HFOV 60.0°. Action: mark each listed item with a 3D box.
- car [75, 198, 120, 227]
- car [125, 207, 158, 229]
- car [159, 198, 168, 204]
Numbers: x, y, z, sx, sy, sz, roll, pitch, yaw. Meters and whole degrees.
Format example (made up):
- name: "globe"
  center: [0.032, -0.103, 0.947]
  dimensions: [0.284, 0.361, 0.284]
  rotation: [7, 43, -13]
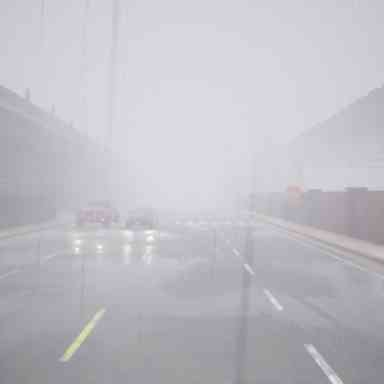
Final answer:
- name: "car"
  center: [-7.015, 1.513, 25.378]
  dimensions: [2.150, 2.045, 5.566]
  rotation: [0, -1, 0]
- name: "car"
  center: [-3.530, 1.797, 24.020]
  dimensions: [1.812, 1.442, 4.674]
  rotation: [0, -1, 1]
- name: "car"
  center: [-7.443, 2.335, 87.005]
  dimensions: [2.097, 1.767, 4.553]
  rotation: [0, -1, -1]
